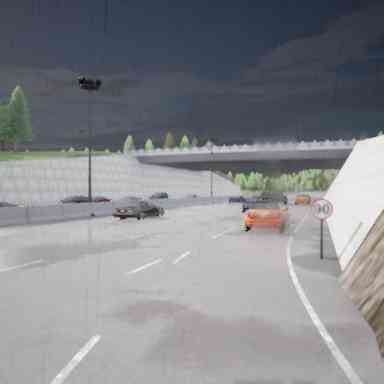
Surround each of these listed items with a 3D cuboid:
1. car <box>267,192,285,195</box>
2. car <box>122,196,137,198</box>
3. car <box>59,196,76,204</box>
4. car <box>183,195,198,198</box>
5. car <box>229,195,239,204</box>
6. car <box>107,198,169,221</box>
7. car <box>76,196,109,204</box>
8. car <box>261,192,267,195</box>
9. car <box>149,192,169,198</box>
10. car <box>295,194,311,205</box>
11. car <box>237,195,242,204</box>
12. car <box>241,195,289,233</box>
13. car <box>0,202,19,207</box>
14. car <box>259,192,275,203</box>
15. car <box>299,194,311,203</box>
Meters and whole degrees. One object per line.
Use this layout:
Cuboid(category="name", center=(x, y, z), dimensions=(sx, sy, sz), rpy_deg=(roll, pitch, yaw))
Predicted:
Cuboid(category="car", center=(14.206, 1.016, 54.211), dimensions=(2.150, 2.045, 5.566), rpy_deg=(0, 0, 21))
Cuboid(category="car", center=(-8.539, 1.305, 44.470), dimensions=(1.882, 1.535, 5.008), rpy_deg=(0, 0, 22))
Cuboid(category="car", center=(-17.699, 1.311, 49.839), dimensions=(1.837, 1.490, 4.892), rpy_deg=(0, 0, 22))
Cuboid(category="car", center=(-0.284, 1.229, 65.190), dimensions=(1.882, 1.535, 5.008), rpy_deg=(0, 0, 22))
Cuboid(category="car", center=(7.640, 1.260, 56.645), dimensions=(1.882, 1.535, 5.008), rpy_deg=(0, 0, 21))
Cuboid(category="car", center=(-4.129, 1.444, 26.487), dimensions=(2.033, 1.411, 5.357), rpy_deg=(0, 0, 21))
Cuboid(category="car", center=(-14.244, 1.286, 49.069), dimensions=(1.882, 1.535, 5.008), rpy_deg=(0, 0, 22))
Cuboid(category="car", center=(10.897, 1.280, 55.363), dimensions=(2.128, 1.511, 4.902), rpy_deg=(0, 0, 21))
Cuboid(category="car", center=(-6.669, 1.048, 68.070), dimensions=(2.150, 2.045, 5.566), rpy_deg=(0, 0, 21))
Cuboid(category="car", center=(17.656, 1.149, 53.151), dimensions=(2.097, 1.767, 4.553), rpy_deg=(0, 0, 22))
Cuboid(category="car", center=(6.513, 1.358, 34.406), dimensions=(2.128, 1.511, 4.902), rpy_deg=(0, 0, 21))
Cuboid(category="car", center=(4.544, 1.277, 19.620), dimensions=(2.097, 1.767, 4.553), rpy_deg=(0, 0, 20))
Cuboid(category="car", center=(-15.699, 1.460, 26.310), dimensions=(1.994, 1.385, 4.181), rpy_deg=(0, 0, 22))
Cuboid(category="car", center=(14.725, 0.971, 65.084), dimensions=(2.150, 2.045, 5.566), rpy_deg=(0, 0, 21))
Cuboid(category="car", center=(21.532, 1.237, 63.266), dimensions=(1.882, 1.535, 5.008), rpy_deg=(0, 0, 21))
